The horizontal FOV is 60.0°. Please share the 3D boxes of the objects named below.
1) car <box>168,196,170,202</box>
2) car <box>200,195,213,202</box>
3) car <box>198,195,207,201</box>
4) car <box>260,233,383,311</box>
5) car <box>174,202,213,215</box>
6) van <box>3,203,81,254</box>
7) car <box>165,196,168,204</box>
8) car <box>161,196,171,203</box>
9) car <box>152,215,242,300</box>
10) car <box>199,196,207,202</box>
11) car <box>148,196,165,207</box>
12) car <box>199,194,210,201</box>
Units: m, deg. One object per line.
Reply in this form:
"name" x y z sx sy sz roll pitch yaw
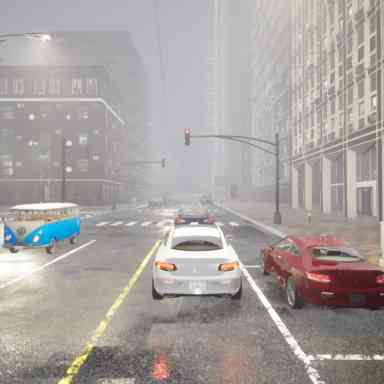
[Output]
"car" -5.693 1.580 62.419 1.947 1.339 4.313 1 0 0
"car" 2.688 1.595 56.768 1.802 1.307 4.206 1 0 0
"car" 2.681 1.569 85.042 2.008 1.369 4.403 1 0 0
"car" 2.699 1.584 7.511 1.802 1.307 4.206 1 0 0
"car" 0.072 1.509 17.386 2.163 1.488 4.792 0 0 -1
"van" -5.765 1.345 13.193 1.690 1.788 3.998 1 0 0
"car" -5.692 1.564 56.764 2.008 1.369 4.403 1 0 0
"car" -5.696 1.598 73.728 1.802 1.307 4.206 1 0 0
"car" 0.103 1.528 8.273 1.812 1.442 4.674 0 0 0
"car" 2.682 1.599 79.387 1.802 1.307 4.206 1 0 0
"car" -5.690 1.563 51.109 2.008 1.369 4.403 1 0 0
"car" 2.691 1.329 62.423 2.192 1.841 5.009 1 0 0
